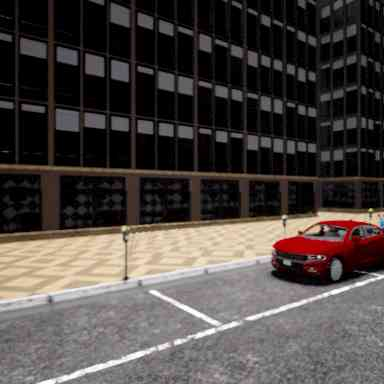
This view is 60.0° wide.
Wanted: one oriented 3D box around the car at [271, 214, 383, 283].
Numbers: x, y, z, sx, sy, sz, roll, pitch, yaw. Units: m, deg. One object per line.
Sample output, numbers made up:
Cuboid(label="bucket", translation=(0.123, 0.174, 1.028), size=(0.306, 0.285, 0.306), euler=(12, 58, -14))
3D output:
Cuboid(label="car", translation=(4.193, 1.496, 9.549), size=(4.507, 1.381, 1.887), euler=(0, 0, -36))
